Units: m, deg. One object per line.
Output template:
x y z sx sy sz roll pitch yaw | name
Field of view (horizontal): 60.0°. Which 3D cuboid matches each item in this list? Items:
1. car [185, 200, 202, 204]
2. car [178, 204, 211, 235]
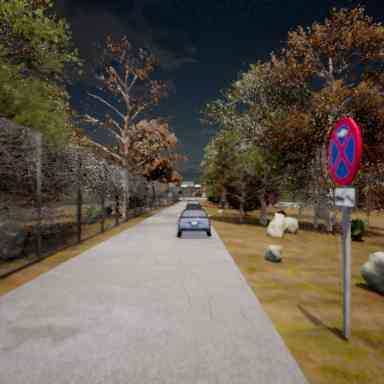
0.214 1.777 40.694 1.837 1.490 4.892 0 0 0 | car
0.125 1.642 19.343 2.033 1.411 5.357 0 0 0 | car
